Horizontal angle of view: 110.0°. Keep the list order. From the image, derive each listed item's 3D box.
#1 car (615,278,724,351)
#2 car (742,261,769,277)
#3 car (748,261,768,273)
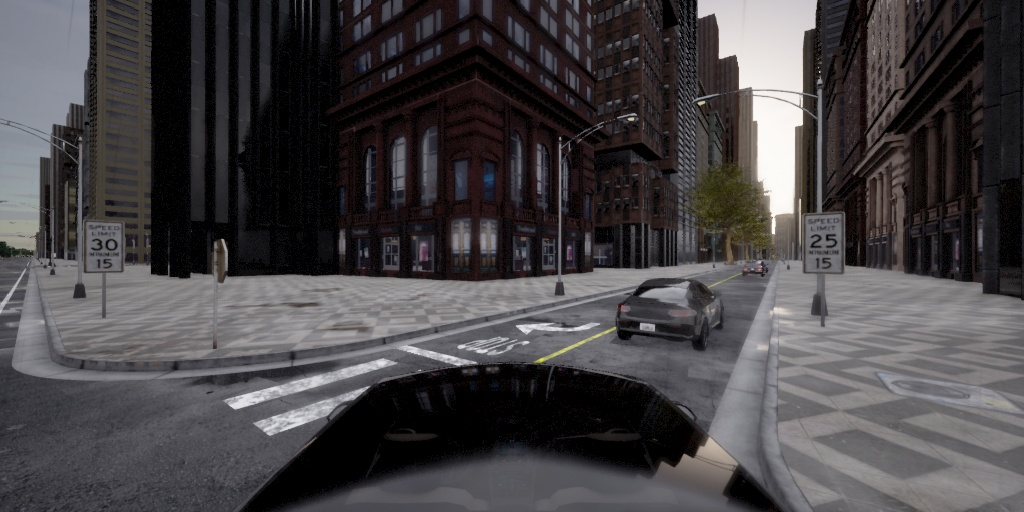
[{"bbox_3d":[4.126,1.280,9.120,1.812,1.442,4.674,0,0,37],"label":"car"},{"bbox_3d":[24.535,1.327,36.332,2.033,1.411,5.357,0,0,37],"label":"car"},{"bbox_3d":[30.764,1.328,44.752,1.812,1.442,4.674,0,0,37],"label":"car"}]
